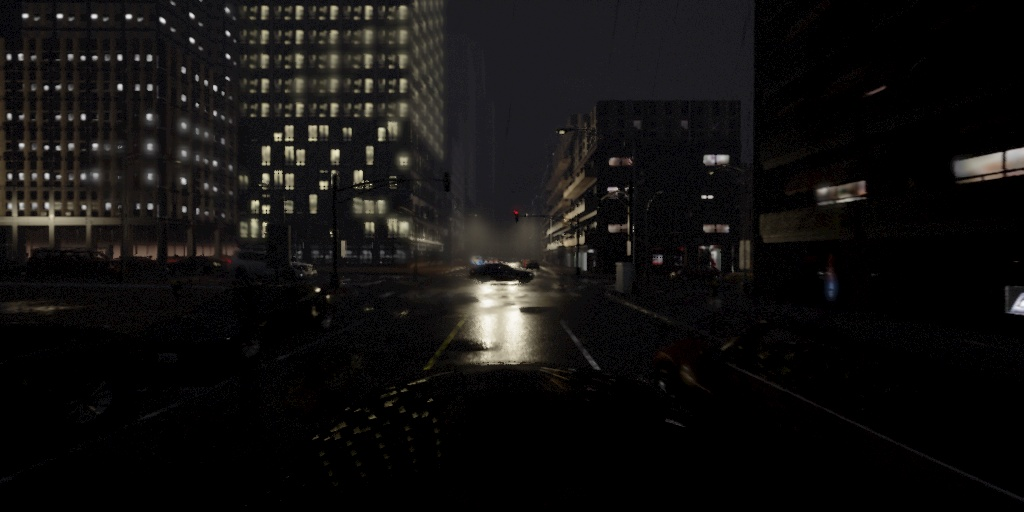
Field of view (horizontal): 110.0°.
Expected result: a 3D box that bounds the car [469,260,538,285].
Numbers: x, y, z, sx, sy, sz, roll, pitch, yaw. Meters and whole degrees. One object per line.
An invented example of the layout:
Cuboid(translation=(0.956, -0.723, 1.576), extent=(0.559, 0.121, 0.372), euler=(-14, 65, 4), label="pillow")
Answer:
Cuboid(translation=(-0.728, 1.246, 25.668), extent=(4.674, 1.442, 1.812), euler=(1, 0, -1), label="car")

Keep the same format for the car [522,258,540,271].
Cuboid(translation=(2.695, 1.223, 47.757), extent=(1.948, 1.339, 4.313), euler=(0, 0, 0), label="car")

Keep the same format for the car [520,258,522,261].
Cuboid(translation=(2.696, 1.184, 57.724), extent=(1.888, 1.381, 4.507), euler=(0, 0, 0), label="car")

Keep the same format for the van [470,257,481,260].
Cuboid(translation=(-5.684, 0.980, 57.724), extent=(1.690, 1.789, 3.998), euler=(0, 0, 0), label="van")

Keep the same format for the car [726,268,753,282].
Cuboid(translation=(21.368, 1.634, 31.612), extent=(4.829, 1.417, 1.751), euler=(0, 0, -1), label="car")

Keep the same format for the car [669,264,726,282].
Cuboid(translation=(16.016, 1.445, 31.552), extent=(4.097, 1.591, 1.967), euler=(0, 0, -1), label="car")

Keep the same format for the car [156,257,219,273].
Cuboid(translation=(-27.486, 0.755, 31.063), extent=(4.313, 1.339, 1.948), euler=(0, 0, -1), label="car")

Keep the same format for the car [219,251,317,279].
Cuboid(translation=(-16.953, 0.730, 25.481), extent=(5.566, 2.045, 2.150), euler=(3, 0, -1), label="car")

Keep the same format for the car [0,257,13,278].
Cuboid(translation=(-33.003, 0.694, 22.620), extent=(4.313, 1.339, 1.948), euler=(0, 0, -1), label="car")

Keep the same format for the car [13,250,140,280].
Cuboid(translation=(-27.384, 0.548, 22.683), extent=(5.009, 1.841, 2.192), euler=(0, 0, -1), label="car")

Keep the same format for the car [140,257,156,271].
Cuboid(translation=(-33.105, 0.667, 31.000), extent=(4.207, 1.307, 1.802), euler=(0, 0, -1), label="car")

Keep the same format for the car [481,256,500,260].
Cuboid(translation=(-3.049, 0.996, 54.930), extent=(2.097, 1.767, 4.553), euler=(0, 0, 0), label="car")

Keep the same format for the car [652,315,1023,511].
Cuboid(translation=(2.690, 1.187, 2.867), extent=(1.967, 1.591, 4.097), euler=(0, 0, 0), label="car")

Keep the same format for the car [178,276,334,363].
Cuboid(translation=(-5.690, 1.302, 8.113), extent=(1.948, 1.339, 4.313), euler=(0, 0, 0), label="car")

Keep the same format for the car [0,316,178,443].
Cuboid(translation=(-5.690, 1.314, 2.867), extent=(1.948, 1.339, 4.313), euler=(0, 0, 0), label="car")
